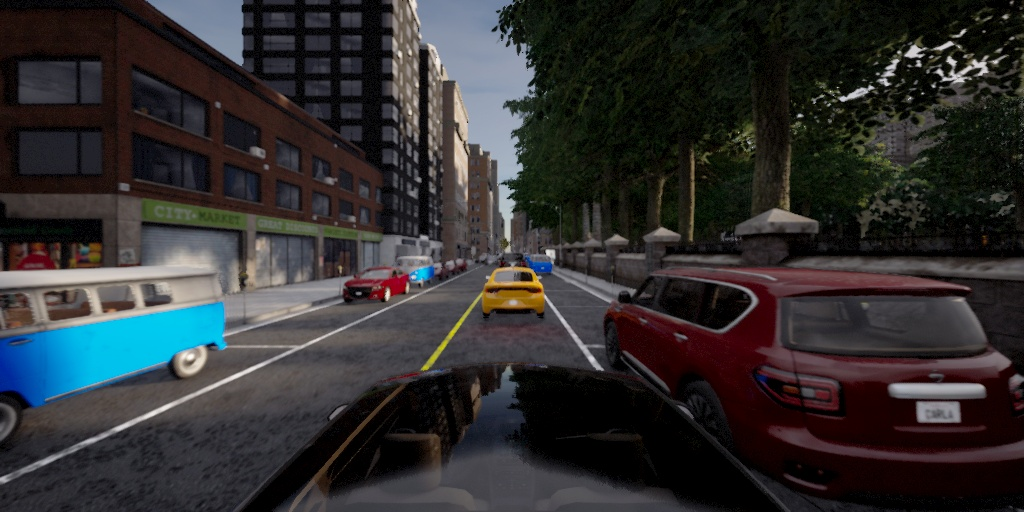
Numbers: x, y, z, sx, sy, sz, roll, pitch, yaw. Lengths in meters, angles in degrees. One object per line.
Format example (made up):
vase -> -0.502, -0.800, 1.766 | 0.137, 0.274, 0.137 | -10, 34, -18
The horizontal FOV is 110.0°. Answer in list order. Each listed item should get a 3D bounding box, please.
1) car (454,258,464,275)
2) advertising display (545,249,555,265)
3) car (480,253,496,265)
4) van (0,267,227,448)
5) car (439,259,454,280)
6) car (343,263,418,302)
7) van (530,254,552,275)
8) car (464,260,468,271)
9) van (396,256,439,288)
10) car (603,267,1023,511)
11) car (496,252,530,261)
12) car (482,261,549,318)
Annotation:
car -> -5.832, 1.030, 32.911 | 1.802, 1.307, 4.207 | 0, 0, 0
advertising display -> 5.677, 0.263, 53.017 | 1.540, 2.440, 0.280 | 0, 0, 0
car -> -3.037, 0.730, 52.971 | 2.128, 1.511, 4.902 | 0, 1, 0
van -> -5.854, 1.064, 4.609 | 1.690, 1.789, 3.998 | 0, 0, 0
car -> -5.836, 1.087, 27.251 | 1.802, 1.307, 4.207 | 0, 0, 0
car -> -5.845, 1.161, 15.930 | 1.888, 1.381, 4.507 | 0, 0, 0
van -> 2.694, 0.789, 32.932 | 1.690, 1.789, 3.998 | 0, 0, 0
car -> -5.827, 0.936, 38.571 | 1.888, 1.381, 4.507 | 0, 0, 0
van -> -5.841, 0.902, 21.590 | 1.690, 1.789, 3.998 | 0, 0, 0
car -> 2.670, 1.037, 4.642 | 2.192, 1.841, 5.009 | 0, 0, 0
car -> 0.086, 0.708, 29.356 | 2.150, 2.045, 5.566 | 0, 1, 0
car -> 0.059, 1.126, 12.587 | 1.882, 1.535, 5.008 | 0, 1, 0
